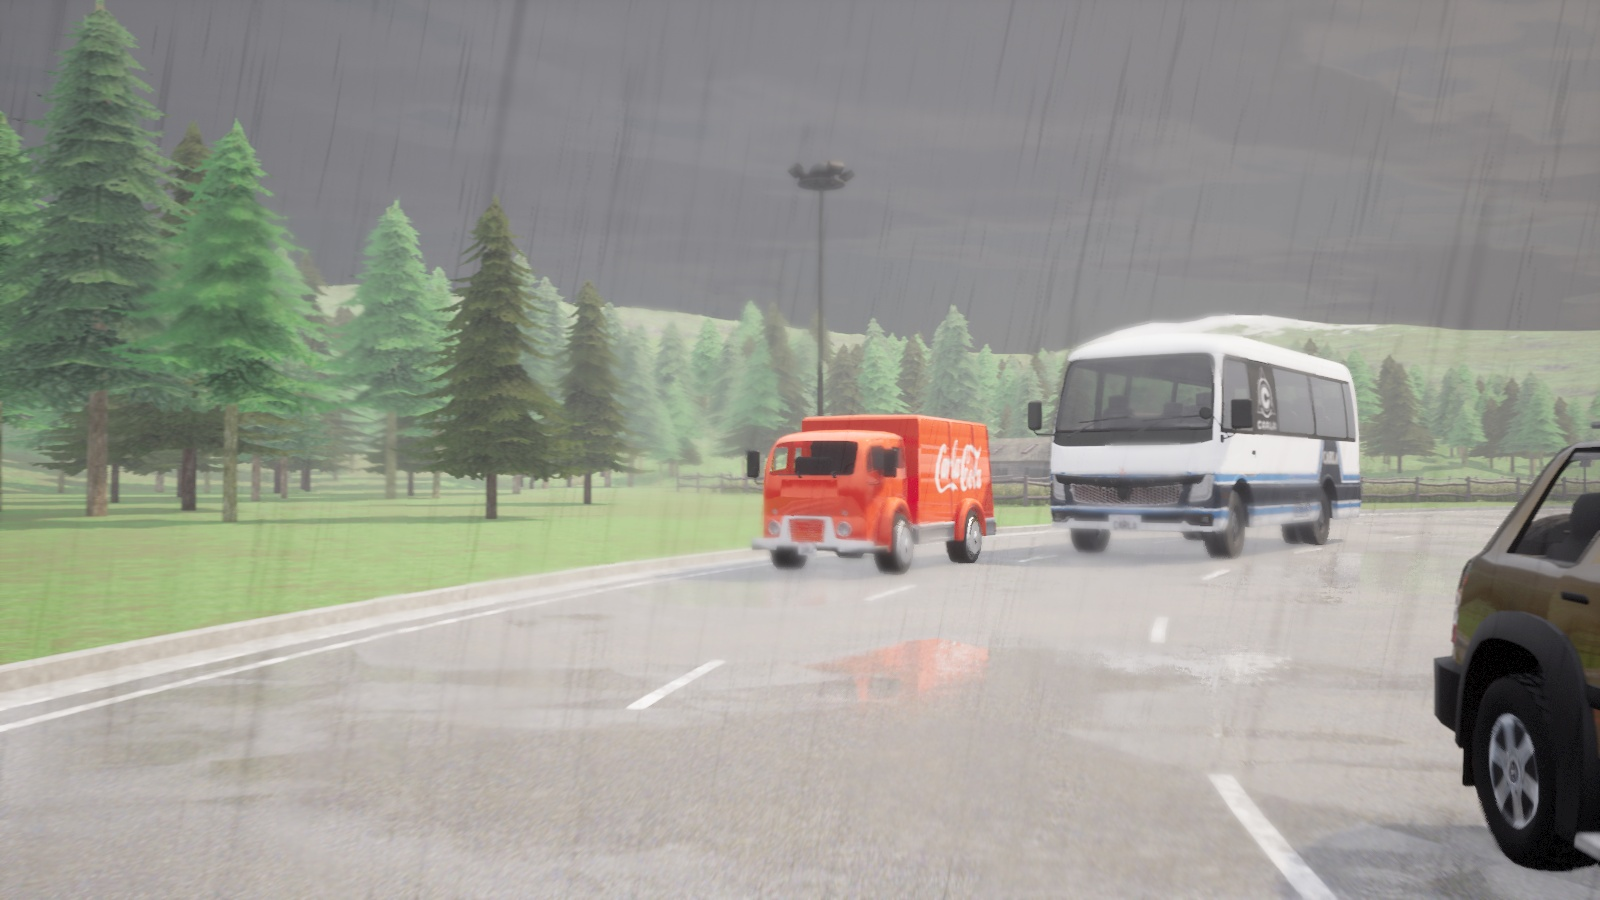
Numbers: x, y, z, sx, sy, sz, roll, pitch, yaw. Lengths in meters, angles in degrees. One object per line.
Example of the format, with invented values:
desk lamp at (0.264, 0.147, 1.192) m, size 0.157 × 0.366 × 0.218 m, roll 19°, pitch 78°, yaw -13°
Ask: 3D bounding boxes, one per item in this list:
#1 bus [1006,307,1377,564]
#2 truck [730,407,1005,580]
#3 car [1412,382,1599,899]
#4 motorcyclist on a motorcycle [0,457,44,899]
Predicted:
bus at (8.520, -0.153, 25.985) m, size 3.944 × 4.253 × 10.273 m, roll -1°, pitch -1°, yaw 38°
truck at (1.297, 0.672, 20.761) m, size 2.627 × 2.467 × 5.204 m, roll -1°, pitch -1°, yaw 27°
car at (3.604, 0.679, 3.510) m, size 1.932 × 1.855 × 4.605 m, roll -1°, pitch -1°, yaw 6°
motorcyclist on a motorcycle at (-3.395, 0.837, 3.675) m, size 0.766 × 1.649 × 2.350 m, roll 0°, pitch -1°, yaw 5°
